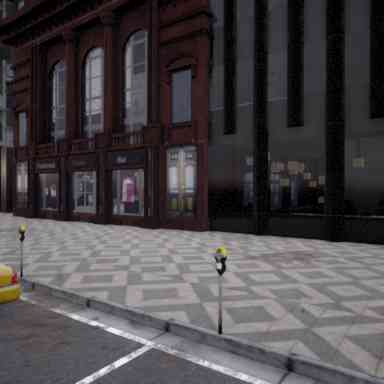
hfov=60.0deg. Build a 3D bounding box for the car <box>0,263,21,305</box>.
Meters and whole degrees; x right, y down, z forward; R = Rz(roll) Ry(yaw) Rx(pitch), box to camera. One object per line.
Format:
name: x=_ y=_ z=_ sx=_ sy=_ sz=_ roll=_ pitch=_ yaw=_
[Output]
car: x=-5.372 y=1.525 z=6.788 sx=4.829 sy=1.417 sz=1.752 roll=0 pitch=0 yaw=35
